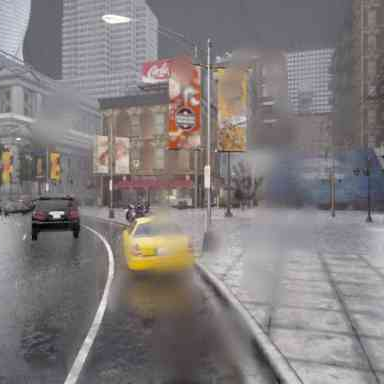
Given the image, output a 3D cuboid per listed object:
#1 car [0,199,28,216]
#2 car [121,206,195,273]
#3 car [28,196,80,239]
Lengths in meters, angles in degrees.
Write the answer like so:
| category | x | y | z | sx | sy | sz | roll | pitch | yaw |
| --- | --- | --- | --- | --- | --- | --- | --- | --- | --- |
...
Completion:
| category | x | y | z | sx | sy | sz | roll | pitch | yaw |
| --- | --- | --- | --- | --- | --- | --- | --- | --- | --- |
| car | -17.642 | 1.527 | 32.176 | 5.357 | 1.411 | 2.033 | 0 | 0 | 43 |
| car | -1.291 | 1.455 | 10.787 | 1.801 | 1.575 | 5.366 | 0 | 0 | -14 |
| car | -7.242 | 1.213 | 17.599 | 2.150 | 2.045 | 5.566 | 0 | 0 | -24 |
